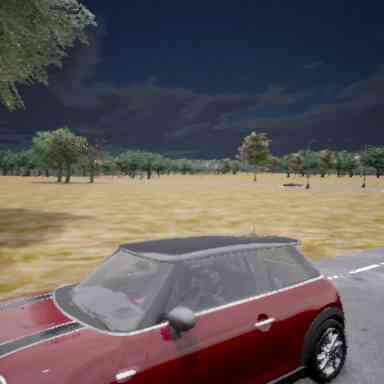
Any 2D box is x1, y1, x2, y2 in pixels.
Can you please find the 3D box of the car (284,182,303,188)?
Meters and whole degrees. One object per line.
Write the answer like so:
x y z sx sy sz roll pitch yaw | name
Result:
24.493 -1.728 80.083 1.895 1.301 4.718 -1 3 -30 | car

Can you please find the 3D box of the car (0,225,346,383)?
-0.295 1.349 3.780 4.553 1.767 2.097 0 0 -35 | car
